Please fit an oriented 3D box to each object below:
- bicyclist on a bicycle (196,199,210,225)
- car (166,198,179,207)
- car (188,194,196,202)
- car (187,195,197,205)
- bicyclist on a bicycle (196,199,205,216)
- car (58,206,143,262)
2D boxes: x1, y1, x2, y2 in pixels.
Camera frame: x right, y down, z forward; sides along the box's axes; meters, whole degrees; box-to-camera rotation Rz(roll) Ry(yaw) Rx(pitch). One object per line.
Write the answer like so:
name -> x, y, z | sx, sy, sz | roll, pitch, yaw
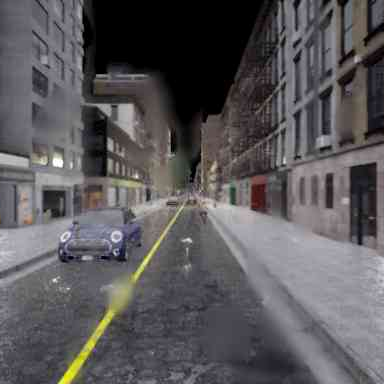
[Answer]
bicyclist on a bicycle -> 0.836, 1.455, 23.132 | 0.866, 1.612, 1.509 | 0, 0, 0
car -> -3.060, 1.648, 52.584 | 1.895, 1.301, 4.718 | 0, 0, 1
car -> -0.001, 1.418, 80.672 | 2.097, 1.767, 4.553 | 0, 0, 0
car -> 0.023, 1.580, 60.730 | 1.812, 1.442, 4.674 | 0, 0, 0
bicyclist on a bicycle -> 0.810, 1.464, 31.868 | 0.866, 1.612, 1.509 | 0, 0, 0
car -> -3.098, 1.361, 12.098 | 2.097, 1.767, 4.553 | 0, 0, 0
